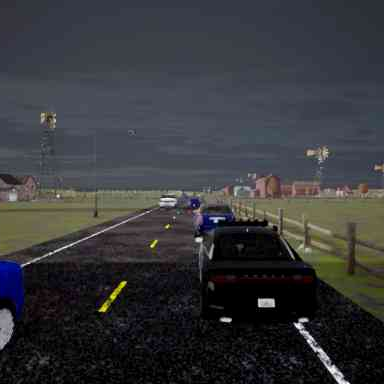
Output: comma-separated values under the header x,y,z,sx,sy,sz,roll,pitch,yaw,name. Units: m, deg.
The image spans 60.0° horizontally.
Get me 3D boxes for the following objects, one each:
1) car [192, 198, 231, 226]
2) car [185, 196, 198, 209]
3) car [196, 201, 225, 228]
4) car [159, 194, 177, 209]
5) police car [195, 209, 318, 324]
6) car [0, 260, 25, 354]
x,y,z,sx,sy,sz,roll,pitch,yaw,name
1.168,1.354,17.328,2.097,1.767,4.553,0,0,0,car
0.337,1.562,45.321,1.812,1.442,4.674,0,0,1,car
1.208,1.463,23.547,1.801,1.575,5.366,0,0,0,car
-3.298,1.259,46.629,2.150,2.045,5.566,0,0,0,car
1.108,1.425,7.466,1.930,1.638,5.238,0,0,0,police car
-3.568,1.477,3.171,1.882,1.535,5.008,0,0,0,car
